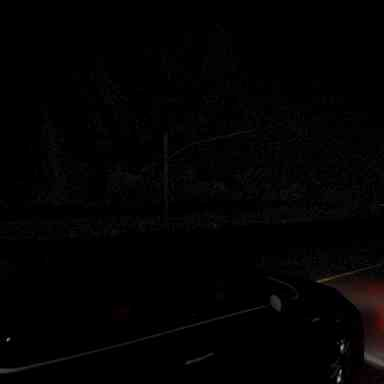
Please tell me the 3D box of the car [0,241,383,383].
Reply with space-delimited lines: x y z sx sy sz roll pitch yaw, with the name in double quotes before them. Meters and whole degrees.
"car" -0.078 1.351 3.692 4.553 1.767 2.097 0 0 -36
